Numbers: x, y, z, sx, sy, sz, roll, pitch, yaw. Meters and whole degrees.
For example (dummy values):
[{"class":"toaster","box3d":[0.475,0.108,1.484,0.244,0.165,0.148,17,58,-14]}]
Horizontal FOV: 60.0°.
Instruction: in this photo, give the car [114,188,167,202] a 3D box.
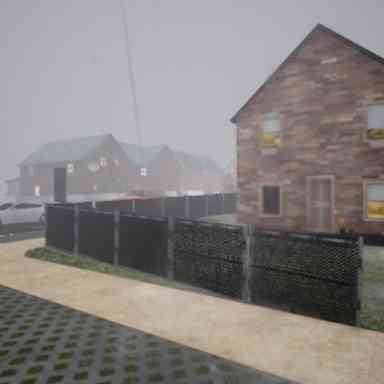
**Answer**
[{"class":"car","box3d":[-4.424,0.722,29.004,2.150,2.045,5.566,0,2,34]}]

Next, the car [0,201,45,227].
[{"class":"car","box3d":[-10.518,1.289,19.913,1.812,1.442,4.674,0,1,36]}]

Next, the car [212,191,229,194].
[{"class":"car","box3d":[3.400,0.667,40.764,2.128,1.511,4.902,0,1,34]}]
